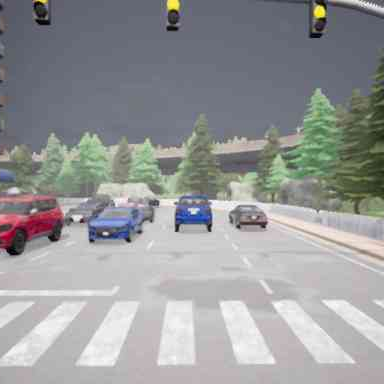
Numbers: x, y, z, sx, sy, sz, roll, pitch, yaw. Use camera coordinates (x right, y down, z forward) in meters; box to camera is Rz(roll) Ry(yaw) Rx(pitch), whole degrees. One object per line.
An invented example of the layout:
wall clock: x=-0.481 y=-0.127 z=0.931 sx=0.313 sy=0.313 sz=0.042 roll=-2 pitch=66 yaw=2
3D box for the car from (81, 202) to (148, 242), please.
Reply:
car: x=-3.580 y=1.457 z=16.340 sx=1.882 sy=1.535 sz=5.008 roll=0 pitch=0 yaw=0

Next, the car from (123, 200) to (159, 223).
car: x=-3.840 y=1.536 z=25.325 sx=1.994 sy=1.385 sz=4.181 roll=0 pitch=0 yaw=-2

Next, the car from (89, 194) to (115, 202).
car: x=-9.202 y=1.180 z=33.664 sx=2.150 sy=2.045 sz=5.566 roll=0 pitch=0 yaw=-24

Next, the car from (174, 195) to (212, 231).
car: x=0.066 y=1.201 z=20.746 sx=2.150 sy=2.045 sz=5.566 roll=0 pitch=0 yaw=-1

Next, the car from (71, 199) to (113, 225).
car: x=-7.259 y=1.461 z=23.171 sx=2.128 sy=1.511 sz=4.902 roll=0 pitch=0 yaw=-2

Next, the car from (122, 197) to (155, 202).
car: x=-5.554 y=1.315 z=34.004 sx=2.097 sy=1.767 sz=4.553 roll=0 pitch=0 yaw=-19

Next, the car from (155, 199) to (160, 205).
car: x=-6.754 y=1.428 z=48.609 sx=1.882 sy=1.535 sz=5.008 roll=0 pitch=0 yaw=-43

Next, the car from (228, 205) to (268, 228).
car: x=3.554 y=1.530 z=21.750 sx=2.033 sy=1.411 sz=5.357 roll=0 pitch=0 yaw=-1

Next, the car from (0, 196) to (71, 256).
car: x=-7.078 y=1.199 z=13.428 sx=2.150 sy=2.045 sz=5.566 roll=0 pitch=0 yaw=0
